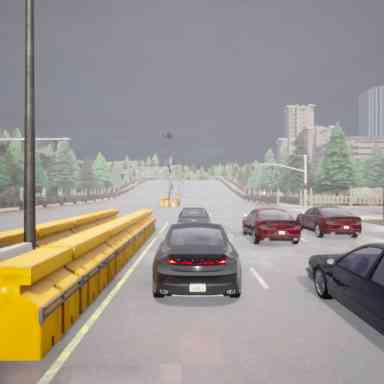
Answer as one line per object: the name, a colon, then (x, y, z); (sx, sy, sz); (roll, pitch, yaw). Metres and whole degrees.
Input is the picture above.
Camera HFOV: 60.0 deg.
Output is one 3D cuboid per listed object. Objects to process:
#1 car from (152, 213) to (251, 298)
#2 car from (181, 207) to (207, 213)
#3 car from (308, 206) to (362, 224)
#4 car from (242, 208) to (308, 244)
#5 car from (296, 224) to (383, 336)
car: (0.099, 1.505, 8.501); (1.837, 1.490, 4.892); (0, 0, 0)
car: (0.091, 1.547, 18.232); (2.033, 1.411, 5.357); (0, 0, 0)
car: (7.091, 1.477, 17.758); (1.882, 1.535, 5.008); (0, 0, 0)
car: (3.593, 1.477, 15.770); (1.882, 1.535, 5.008); (0, 0, 0)
car: (3.593, 1.547, 5.369); (2.033, 1.411, 5.357); (0, 0, 0)
